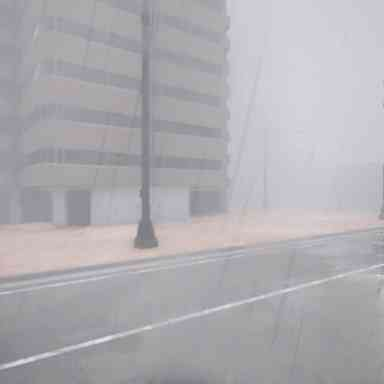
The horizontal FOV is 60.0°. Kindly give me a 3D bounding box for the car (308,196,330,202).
[{"bbox_3d":[28.778,1.618,76.584,1.970,1.475,3.806,0,-1,-37],"label":"car"}]

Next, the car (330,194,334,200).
[{"bbox_3d":[35.901,1.224,80.581,2.152,1.636,5.027,0,0,-37],"label":"car"}]
